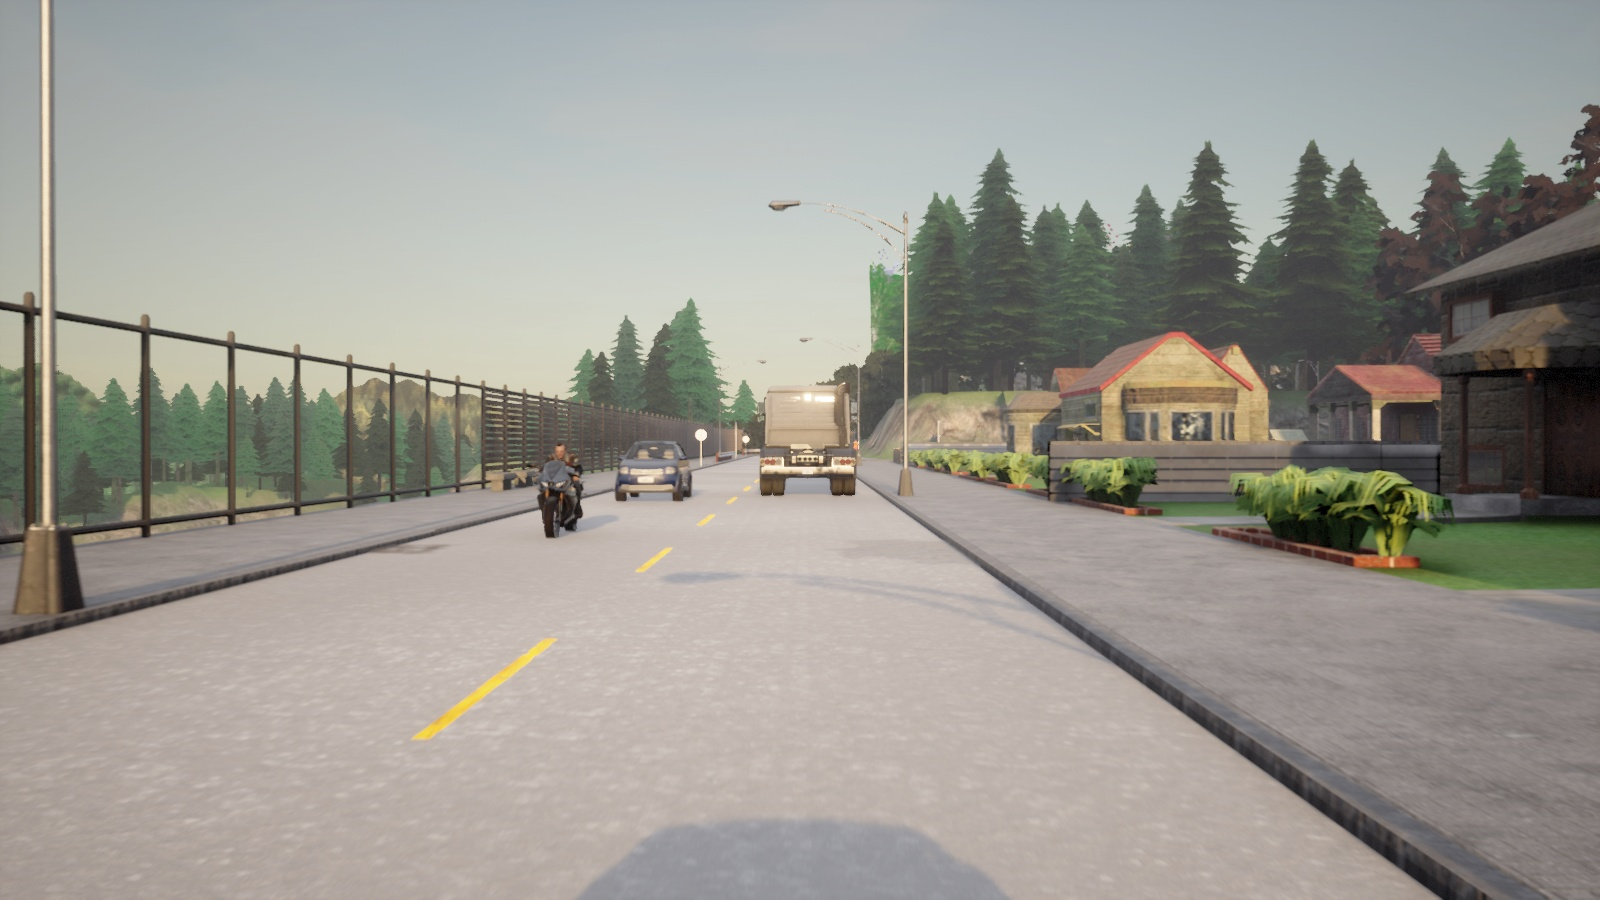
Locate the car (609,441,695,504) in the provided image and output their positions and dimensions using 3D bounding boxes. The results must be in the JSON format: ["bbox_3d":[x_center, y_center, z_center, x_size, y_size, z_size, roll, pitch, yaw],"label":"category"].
[{"bbox_3d":[-3.798,0.537,32.783,1.789,1.549,3.705,0,0,0],"label":"car"}]

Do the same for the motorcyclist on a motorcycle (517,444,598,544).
[{"bbox_3d":[-3.870,0.664,20.238,0.866,1.530,2.191,0,0,0],"label":"motorcyclist on a motorcycle"}]

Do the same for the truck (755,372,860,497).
[{"bbox_3d":[0.236,-0.453,38.735,2.891,3.462,7.936,0,0,0],"label":"truck"}]
